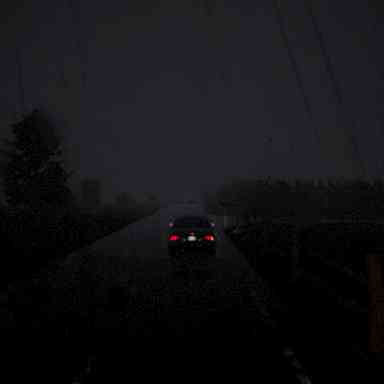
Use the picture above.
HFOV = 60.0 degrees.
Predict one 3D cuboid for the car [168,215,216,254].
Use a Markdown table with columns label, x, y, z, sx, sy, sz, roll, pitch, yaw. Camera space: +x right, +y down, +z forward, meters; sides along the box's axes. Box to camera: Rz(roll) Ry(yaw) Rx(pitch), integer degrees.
| label | x | y | z | sx | sy | sz | roll | pitch | yaw |
| --- | --- | --- | --- | --- | --- | --- | --- | --- | --- |
| car | -0.003 | 1.672 | 13.991 | 2.033 | 1.411 | 5.357 | 0 | 0 | 0 |

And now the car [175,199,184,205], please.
| label | x | y | z | sx | sy | sz | roll | pitch | yaw |
| --- | --- | --- | --- | --- | --- | --- | --- | --- | --- |
| car | -2.773 | 2.158 | 73.751 | 1.895 | 1.301 | 4.718 | 0 | 0 | 0 |

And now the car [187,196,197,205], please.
| label | x | y | z | sx | sy | sz | roll | pitch | yaw |
| --- | --- | --- | --- | --- | --- | --- | --- | --- | --- |
| car | -0.022 | 1.923 | 75.413 | 2.097 | 1.767 | 4.553 | 0 | 0 | 0 |

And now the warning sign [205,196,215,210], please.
| label | x | y | z | sx | sy | sz | roll | pitch | yaw |
| --- | --- | --- | --- | --- | --- | --- | --- | --- | --- |
| warning sign | 2.435 | 1.480 | 44.259 | 1.300 | 1.860 | 1.060 | 0 | -1 | 0 |
